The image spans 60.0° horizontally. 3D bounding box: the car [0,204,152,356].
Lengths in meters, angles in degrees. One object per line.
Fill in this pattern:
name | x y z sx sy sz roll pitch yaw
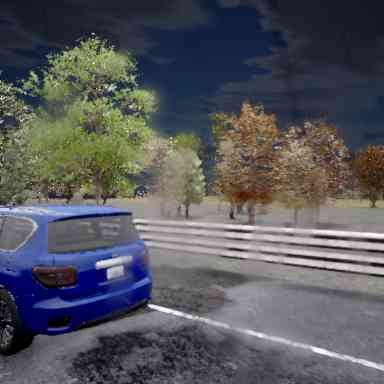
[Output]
car | -3.264 1.255 6.378 5.566 2.045 2.150 0 0 36
